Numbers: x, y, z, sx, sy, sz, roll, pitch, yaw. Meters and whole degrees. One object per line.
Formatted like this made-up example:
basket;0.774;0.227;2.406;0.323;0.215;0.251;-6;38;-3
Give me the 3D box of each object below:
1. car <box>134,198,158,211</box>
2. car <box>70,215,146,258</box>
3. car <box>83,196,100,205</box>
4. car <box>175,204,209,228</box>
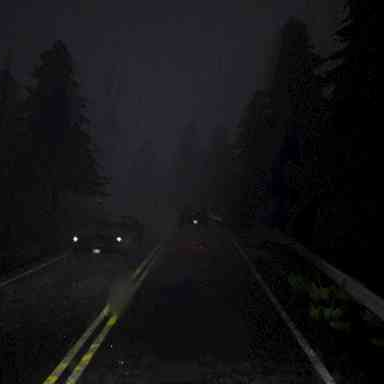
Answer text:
car;-5.759;1.549;41.709;1.837;1.490;4.892;3;-1;-26
car;-3.068;1.623;13.020;1.895;1.301;4.718;0;0;1
car;-15.897;1.215;52.447;2.097;1.767;4.553;3;-3;-28
car;-0.033;1.555;22.538;1.837;1.490;4.892;1;0;-6
